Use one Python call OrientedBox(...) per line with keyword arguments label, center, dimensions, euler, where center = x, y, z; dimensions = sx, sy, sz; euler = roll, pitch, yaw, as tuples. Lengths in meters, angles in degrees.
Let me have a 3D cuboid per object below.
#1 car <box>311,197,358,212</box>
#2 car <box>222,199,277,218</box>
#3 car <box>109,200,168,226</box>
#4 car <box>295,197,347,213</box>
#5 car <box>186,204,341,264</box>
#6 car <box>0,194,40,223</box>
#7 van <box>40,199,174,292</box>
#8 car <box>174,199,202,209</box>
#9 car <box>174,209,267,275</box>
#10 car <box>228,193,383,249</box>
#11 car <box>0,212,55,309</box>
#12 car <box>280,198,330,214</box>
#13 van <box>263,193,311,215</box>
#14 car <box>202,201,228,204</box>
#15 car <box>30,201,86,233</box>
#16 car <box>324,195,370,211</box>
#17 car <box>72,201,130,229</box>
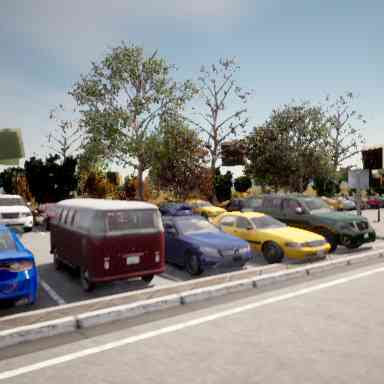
OrientedBox(label="car", center=(16.377, 1.397, 38.392), dimensions=(2.002, 1.452, 4.674), euler=(0, 0, -36))
OrientedBox(label="car", center=(5.106, 1.418, 30.296), dimensions=(2.163, 1.488, 4.792), euler=(0, 0, -36))
OrientedBox(label="car", center=(-3.945, 1.415, 23.865), dimensions=(2.231, 1.521, 4.892), euler=(0, 0, -36))
OrientedBox(label="car", center=(14.122, 1.363, 36.775), dimensions=(2.097, 1.535, 5.008), euler=(0, 0, -36))
OrientedBox(label="car", center=(2.204, 1.419, 11.946), dimensions=(1.946, 1.575, 5.366), euler=(0, 0, -36))
OrientedBox(label="car", center=(-10.698, 1.182, 18.991), dimensions=(2.435, 2.045, 5.566), euler=(0, 0, -36))
OrientedBox(label="van", center=(-2.532, 1.210, 8.930), dimensions=(1.878, 1.987, 4.442), euler=(0, 0, -36))
OrientedBox(label="car", center=(-1.701, 1.437, 25.498), dimensions=(2.163, 1.488, 4.792), euler=(0, 0, -36))
OrientedBox(label="car", center=(-0.185, 1.469, 10.468), dimensions=(2.002, 1.452, 4.674), euler=(0, 0, -36))
OrientedBox(label="car", center=(4.392, 1.164, 13.705), dimensions=(2.435, 2.045, 5.566), euler=(0, 0, -36))
OrientedBox(label="car", center=(-4.741, 1.442, 7.200), dimensions=(2.097, 1.535, 5.008), euler=(0, 0, -36))
OrientedBox(label="car", center=(11.862, 1.409, 35.160), dimensions=(2.002, 1.452, 4.674), euler=(0, 0, -36))
OrientedBox(label="van", center=(9.535, 1.149, 33.643), dimensions=(1.878, 1.987, 4.442), euler=(0, 0, -36))
OrientedBox(label="car", center=(0.681, 1.398, 26.938), dimensions=(1.946, 1.575, 5.366), euler=(0, 0, -36))
OrientedBox(label="car", center=(-8.459, 1.427, 20.634), dimensions=(2.097, 1.535, 5.008), euler=(0, 0, -36))
OrientedBox(label="car", center=(18.615, 1.226, 40.034), dimensions=(2.185, 1.767, 4.553), euler=(0, 0, -36))
OrientedBox(label="car", center=(-6.202, 1.420, 22.249), dimensions=(2.097, 1.535, 5.008), euler=(0, 0, -36))
